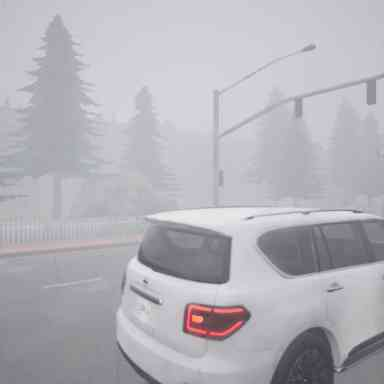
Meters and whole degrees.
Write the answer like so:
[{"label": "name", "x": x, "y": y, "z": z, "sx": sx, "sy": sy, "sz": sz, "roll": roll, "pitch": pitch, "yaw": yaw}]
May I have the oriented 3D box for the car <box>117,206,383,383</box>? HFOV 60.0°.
[{"label": "car", "x": 1.707, "y": 1.228, "z": 4.846, "sx": 5.566, "sy": 2.045, "sz": 2.150, "roll": 0, "pitch": 0, "yaw": -36}]
